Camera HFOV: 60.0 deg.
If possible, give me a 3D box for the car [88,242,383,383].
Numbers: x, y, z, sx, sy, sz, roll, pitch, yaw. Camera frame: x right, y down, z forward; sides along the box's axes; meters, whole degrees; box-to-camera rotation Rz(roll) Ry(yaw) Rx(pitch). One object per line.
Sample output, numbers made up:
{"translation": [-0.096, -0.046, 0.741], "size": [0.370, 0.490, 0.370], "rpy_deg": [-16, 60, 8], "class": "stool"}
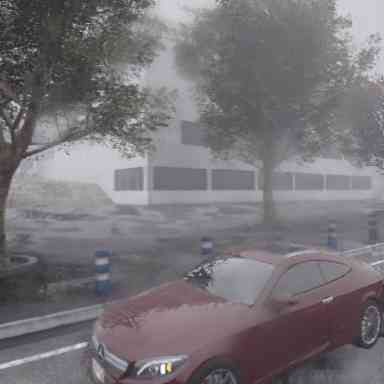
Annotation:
{"translation": [0.959, 1.510, 4.677], "size": [4.674, 1.442, 1.812], "rpy_deg": [0, 0, -36], "class": "car"}
